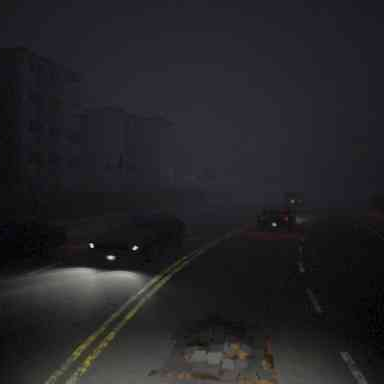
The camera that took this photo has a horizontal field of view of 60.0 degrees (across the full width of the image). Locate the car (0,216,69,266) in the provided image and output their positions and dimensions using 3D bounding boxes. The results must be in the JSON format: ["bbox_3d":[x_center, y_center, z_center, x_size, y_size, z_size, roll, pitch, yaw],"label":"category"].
[{"bbox_3d":[-5.771,1.443,9.610,2.033,1.411,5.357,0,0,13],"label":"car"}]

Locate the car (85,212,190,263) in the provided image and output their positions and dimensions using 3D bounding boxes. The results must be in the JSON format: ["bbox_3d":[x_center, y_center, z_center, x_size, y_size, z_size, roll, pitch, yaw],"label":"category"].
[{"bbox_3d":[-1.573,1.450,11.929,2.033,1.411,5.357,0,0,16],"label":"car"}]

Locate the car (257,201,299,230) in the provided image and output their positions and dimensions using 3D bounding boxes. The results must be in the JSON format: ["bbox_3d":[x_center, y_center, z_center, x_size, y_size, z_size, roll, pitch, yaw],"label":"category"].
[{"bbox_3d":[5.254,1.481,20.274,1.895,1.301,4.718,0,0,20],"label":"car"}]

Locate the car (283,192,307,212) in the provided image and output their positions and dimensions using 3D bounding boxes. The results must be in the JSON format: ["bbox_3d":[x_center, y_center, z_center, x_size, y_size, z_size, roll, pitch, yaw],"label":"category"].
[{"bbox_3d":[10.939,1.022,35.508,2.150,2.045,5.566,0,0,21],"label":"car"}]
